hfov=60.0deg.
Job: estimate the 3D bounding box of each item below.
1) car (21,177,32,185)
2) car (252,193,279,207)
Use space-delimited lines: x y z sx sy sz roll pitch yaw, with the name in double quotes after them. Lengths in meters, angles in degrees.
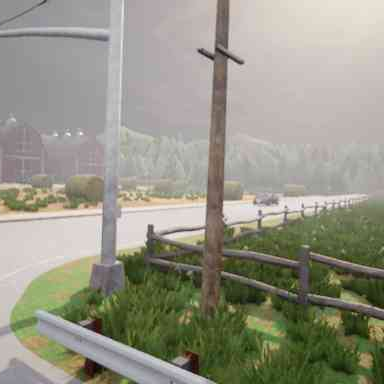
-39.391 -2.638 79.482 1.905 1.878 3.866 8 2 -13 "car"
8.669 0.863 38.767 2.128 1.511 4.902 3 2 33 "car"
